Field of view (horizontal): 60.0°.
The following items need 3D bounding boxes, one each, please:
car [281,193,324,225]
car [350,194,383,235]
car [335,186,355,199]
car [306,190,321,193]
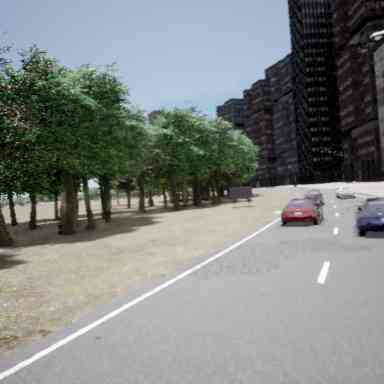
[{"bbox_3d":[6.392,1.027,19.222,1.994,1.385,4.181,-4,0,25],"label":"car"},{"bbox_3d":[7.959,0.916,14.004,1.994,1.385,4.181,-4,0,25],"label":"car"},{"bbox_3d":[18.417,-0.021,40.161,1.812,1.442,4.674,-4,0,19],"label":"car"},{"bbox_3d":[12.053,0.534,33.017,2.033,1.411,5.357,-4,0,21],"label":"car"}]
